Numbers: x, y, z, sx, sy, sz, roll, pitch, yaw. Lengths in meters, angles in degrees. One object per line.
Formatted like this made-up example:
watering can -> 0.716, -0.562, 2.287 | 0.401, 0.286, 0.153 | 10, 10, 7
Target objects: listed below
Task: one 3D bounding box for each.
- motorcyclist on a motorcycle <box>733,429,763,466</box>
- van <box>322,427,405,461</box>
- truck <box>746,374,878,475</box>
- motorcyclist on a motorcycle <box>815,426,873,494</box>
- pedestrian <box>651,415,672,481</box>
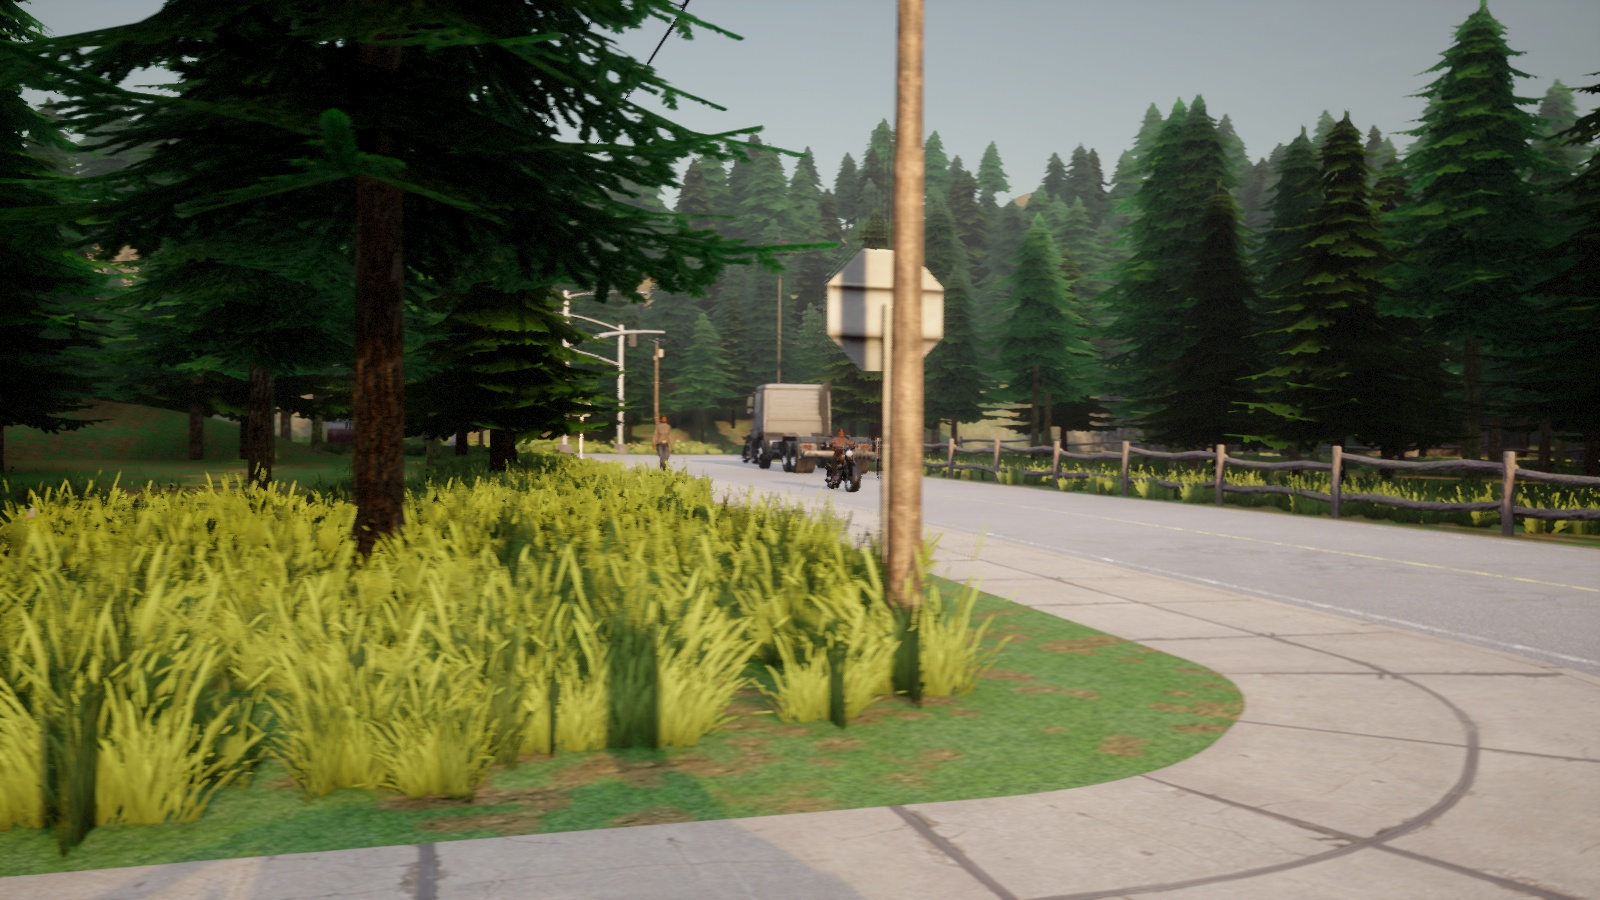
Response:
motorcyclist on a motorcycle -> -2.367, -0.131, 57.043 | 0.766, 1.649, 2.350 | -1, 1, -17
van -> -26.373, -0.353, 75.878 | 4.442, 1.987, 1.775 | 0, 1, 11
truck -> 0.280, -0.948, 47.626 | 2.891, 3.462, 7.936 | -1, 1, -16
motorcyclist on a motorcycle -> 1.093, 0.220, 31.768 | 0.766, 1.649, 2.350 | -1, 1, -16
pedestrian -> -3.826, -0.058, 34.632 | 0.328, 1.805, 0.869 | -1, 1, -22
